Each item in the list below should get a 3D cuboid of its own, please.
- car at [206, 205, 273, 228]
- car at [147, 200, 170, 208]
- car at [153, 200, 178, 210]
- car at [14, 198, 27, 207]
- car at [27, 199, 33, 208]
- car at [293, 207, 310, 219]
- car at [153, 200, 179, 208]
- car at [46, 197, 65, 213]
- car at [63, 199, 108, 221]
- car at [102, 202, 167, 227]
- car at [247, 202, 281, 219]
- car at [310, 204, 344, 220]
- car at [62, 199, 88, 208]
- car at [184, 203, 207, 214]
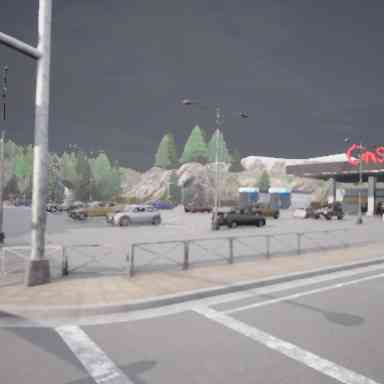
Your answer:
[{"bbox_3d":[3.657,1.991,25.444,4.514,1.523,2.007,2,-1,-36],"label":"car"},{"bbox_3d":[-7.327,2.567,72.200,4.514,1.523,2.007,2,-1,-36],"label":"car"},{"bbox_3d":[-4.765,2.325,55.588,3.633,1.501,1.845,2,-1,-36],"label":"car"},{"bbox_3d":[-28.450,1.835,57.000,3.633,1.501,1.845,2,-1,-36],"label":"car"},{"bbox_3d":[-17.706,1.557,41.836,4.605,1.855,1.932,2,-1,-36],"label":"car"},{"bbox_3d":[14.587,2.597,41.899,3.806,1.475,1.970,2,-1,-36],"label":"car"},{"bbox_3d":[-5.453,2.560,69.684,5.027,1.636,2.152,2,-1,-36],"label":"car"},{"bbox_3d":[-15.675,1.549,39.718,3.866,1.878,1.905,2,-1,-36],"label":"car"},{"bbox_3d":[-8.207,1.628,29.329,5.027,1.636,2.152,2,-1,-36],"label":"car"},{"bbox_3d":[-4.200,1.717,24.306,3.806,1.475,1.970,2,-1,-36],"label":"car"},{"bbox_3d":[7.734,2.084,36.925,4.605,1.855,1.932,2,-1,-36],"label":"car"},{"bbox_3d":[16.039,2.295,38.848,3.866,1.878,1.905,2,-1,-36],"label":"car"},{"bbox_3d":[-20.688,2.064,58.910,3.806,1.475,1.970,2,-1,-36],"label":"car"},{"bbox_3d":[1.035,2.303,47.451,4.514,1.523,2.007,2,-1,-36],"label":"car"}]
